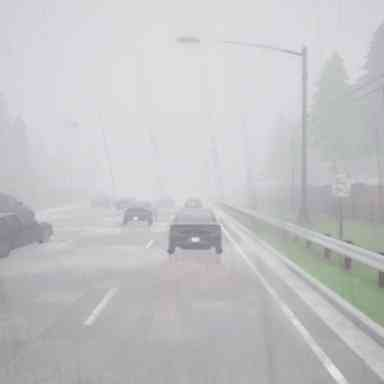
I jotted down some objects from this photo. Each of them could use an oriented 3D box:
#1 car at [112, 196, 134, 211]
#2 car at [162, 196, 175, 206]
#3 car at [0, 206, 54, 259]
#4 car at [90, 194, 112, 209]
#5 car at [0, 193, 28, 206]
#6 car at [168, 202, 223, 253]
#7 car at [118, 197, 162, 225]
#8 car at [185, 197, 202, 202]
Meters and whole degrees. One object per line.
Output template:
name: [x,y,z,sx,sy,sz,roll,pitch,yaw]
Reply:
car: [-6.874,1.168,36.084,1.882,1.535,5.008,0,1,0]
car: [-3.367,1.192,44.158,1.994,1.385,4.181,0,1,0]
car: [-6.889,1.439,11.979,2.033,1.411,5.357,0,0,0]
car: [-10.361,1.012,39.145,2.097,1.767,4.553,0,0,0]
car: [-10.382,1.064,17.279,2.150,2.045,5.566,0,0,0]
car: [0.113,1.366,13.220,1.882,1.535,5.008,0,0,0]
car: [-3.376,1.314,22.386,1.837,1.490,4.892,0,1,0]
car: [0.142,1.247,38.059,1.994,1.385,4.181,0,1,0]
